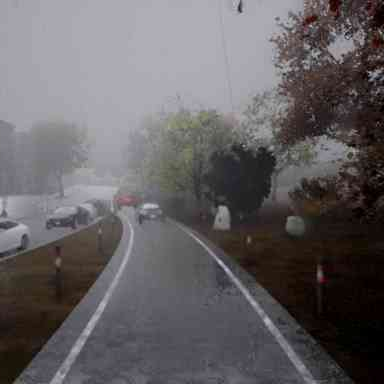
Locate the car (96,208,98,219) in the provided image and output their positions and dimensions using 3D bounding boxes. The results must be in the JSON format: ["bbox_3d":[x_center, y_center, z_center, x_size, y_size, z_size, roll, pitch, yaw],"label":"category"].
[{"bbox_3d":[-9.477,1.772,29.573,2.002,1.452,4.674,1,0,-9],"label":"car"}]

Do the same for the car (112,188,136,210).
[{"bbox_3d":[-8.211,0.954,40.278,2.150,2.045,5.566,-1,2,-22],"label":"car"}]

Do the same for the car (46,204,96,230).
[{"bbox_3d":[-8.630,1.712,23.488,2.097,1.535,5.008,-1,0,-3],"label":"car"}]

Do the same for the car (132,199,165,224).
[{"bbox_3d":[-3.154,1.490,24.586,1.812,1.442,4.674,-1,0,-14],"label":"car"}]

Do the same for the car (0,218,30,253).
[{"bbox_3d":[-8.033,1.768,12.970,2.002,1.452,4.674,0,0,-1],"label":"car"}]
